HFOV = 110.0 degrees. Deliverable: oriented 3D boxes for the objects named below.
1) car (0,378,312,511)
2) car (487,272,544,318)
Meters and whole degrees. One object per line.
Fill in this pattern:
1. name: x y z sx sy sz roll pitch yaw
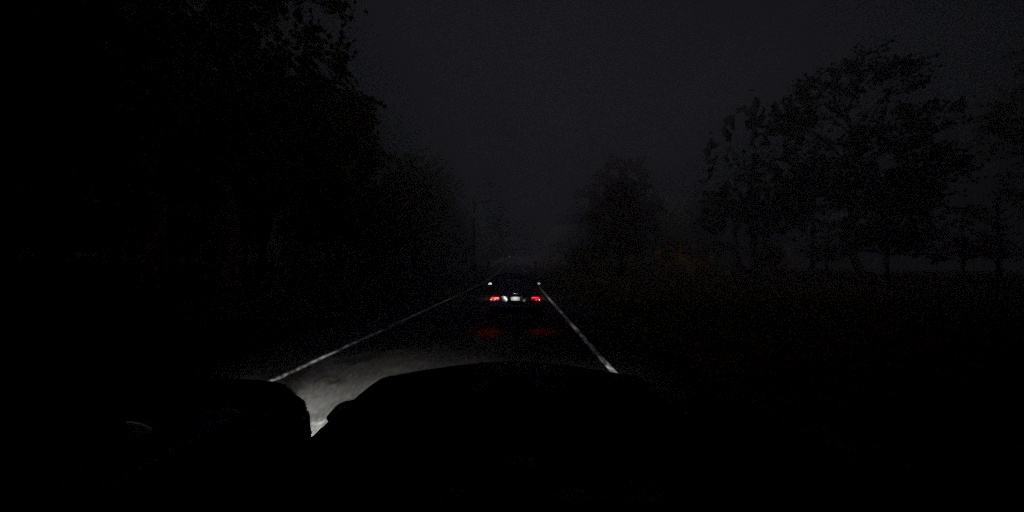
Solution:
1. car: -2.844 1.314 1.568 1.994 1.385 4.181 0 0 2
2. car: 0.095 1.301 13.019 2.033 1.411 5.357 0 0 0
